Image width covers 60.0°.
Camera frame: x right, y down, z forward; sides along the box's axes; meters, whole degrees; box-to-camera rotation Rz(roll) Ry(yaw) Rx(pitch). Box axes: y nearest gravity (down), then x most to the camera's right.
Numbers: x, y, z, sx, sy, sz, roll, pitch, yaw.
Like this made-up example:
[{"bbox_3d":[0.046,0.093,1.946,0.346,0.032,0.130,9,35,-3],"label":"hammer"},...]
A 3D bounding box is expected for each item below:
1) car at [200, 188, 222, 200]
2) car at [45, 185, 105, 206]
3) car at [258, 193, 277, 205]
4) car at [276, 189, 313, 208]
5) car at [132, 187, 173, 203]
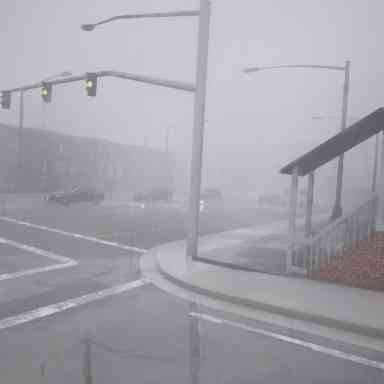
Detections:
[{"bbox_3d":[1.996,0.247,42.297,1.837,1.490,4.892,5,3,36],"label":"car"},{"bbox_3d":[-9.284,0.228,26.668,2.128,1.511,4.902,5,3,36],"label":"car"},{"bbox_3d":[9.691,0.787,40.735,1.994,1.385,4.181,5,3,36],"label":"car"},{"bbox_3d":[12.082,0.680,38.037,2.150,2.045,5.566,5,3,36],"label":"car"},{"bbox_3d":[-3.942,0.244,34.081,1.837,1.490,4.892,5,3,36],"label":"car"}]
